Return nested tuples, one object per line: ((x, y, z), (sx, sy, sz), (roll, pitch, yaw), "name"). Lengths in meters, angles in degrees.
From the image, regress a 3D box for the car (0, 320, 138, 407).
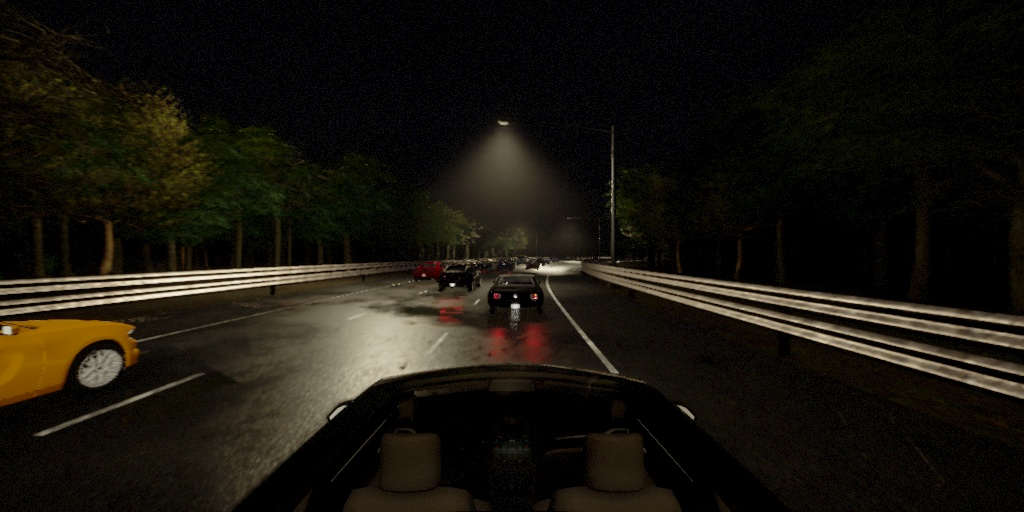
((-6.926, 1.202, 3.622), (1.882, 1.535, 5.008), (0, 0, 1), "car")

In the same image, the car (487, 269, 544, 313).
((0.189, 1.357, 13.966), (1.895, 1.301, 4.718), (0, 0, 2), "car")

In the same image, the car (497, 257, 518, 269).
((-0.792, 1.121, 49.315), (2.097, 1.767, 4.553), (0, 0, 6), "car")

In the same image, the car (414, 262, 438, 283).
((-6.134, 1.227, 28.124), (1.882, 1.535, 5.008), (0, 0, 4), "car")

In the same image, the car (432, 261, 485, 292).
((-2.991, 1.256, 21.161), (1.837, 1.490, 4.892), (0, 0, 3), "car")

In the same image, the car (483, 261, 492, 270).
((-4.136, 1.359, 52.313), (1.895, 1.301, 4.718), (0, 0, 7), "car")

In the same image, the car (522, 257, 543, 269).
((3.186, 1.321, 54.164), (2.033, 1.411, 5.357), (0, 0, 7), "car")
